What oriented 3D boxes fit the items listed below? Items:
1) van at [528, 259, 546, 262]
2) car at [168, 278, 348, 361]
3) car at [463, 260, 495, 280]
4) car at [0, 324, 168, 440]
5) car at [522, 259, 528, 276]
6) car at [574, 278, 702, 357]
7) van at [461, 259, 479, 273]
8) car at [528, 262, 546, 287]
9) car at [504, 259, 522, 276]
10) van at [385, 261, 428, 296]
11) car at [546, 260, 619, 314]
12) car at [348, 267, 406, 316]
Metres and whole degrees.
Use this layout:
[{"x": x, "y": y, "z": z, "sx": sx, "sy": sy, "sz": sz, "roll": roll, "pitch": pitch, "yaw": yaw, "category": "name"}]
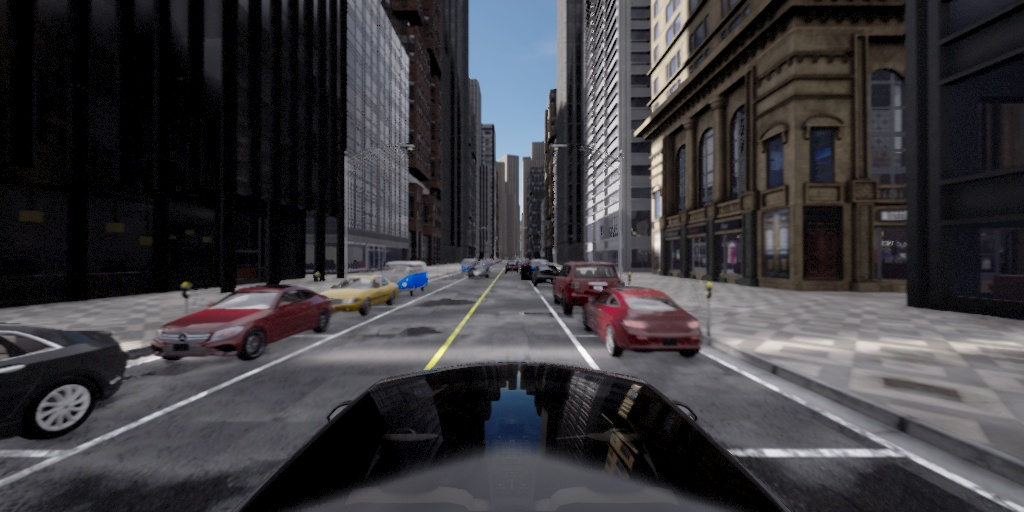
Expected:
[{"x": 2.778, "y": 1.254, "z": 36.388, "sx": 1.690, "sy": 1.789, "sz": 3.998, "roll": 0, "pitch": 0, "yaw": 0, "category": "van"}, {"x": -5.760, "y": 1.362, "z": 8.335, "sx": 1.802, "sy": 1.307, "sz": 4.207, "roll": 0, "pitch": 0, "yaw": 0, "category": "car"}, {"x": -3.076, "y": 1.394, "z": 34.154, "sx": 2.128, "sy": 1.511, "sz": 4.902, "roll": 0, "pitch": 0, "yaw": 0, "category": "car"}, {"x": -5.762, "y": 1.305, "z": 2.725, "sx": 2.007, "sy": 1.370, "sz": 4.403, "roll": 0, "pitch": 0, "yaw": 0, "category": "car"}, {"x": 2.783, "y": 1.282, "z": 47.607, "sx": 2.192, "sy": 1.841, "sz": 5.009, "roll": 0, "pitch": 0, "yaw": 0, "category": "car"}, {"x": 2.765, "y": 1.362, "z": 8.343, "sx": 1.802, "sy": 1.307, "sz": 4.207, "roll": 0, "pitch": 0, "yaw": 0, "category": "car"}, {"x": -5.742, "y": 1.308, "z": 47.600, "sx": 1.690, "sy": 1.789, "sz": 3.998, "roll": 0, "pitch": 0, "yaw": 0, "category": "van"}, {"x": 2.366, "y": 1.367, "z": 25.735, "sx": 1.837, "sy": 1.490, "sz": 4.892, "roll": 0, "pitch": 0, "yaw": 0, "category": "car"}, {"x": 0.048, "y": 1.467, "z": 46.620, "sx": 1.837, "sy": 1.490, "sz": 4.892, "roll": 0, "pitch": 0, "yaw": 1, "category": "car"}, {"x": -5.755, "y": 1.174, "z": 19.553, "sx": 1.690, "sy": 1.789, "sz": 3.998, "roll": 0, "pitch": 0, "yaw": 0, "category": "van"}, {"x": 2.768, "y": 1.121, "z": 13.952, "sx": 2.192, "sy": 1.841, "sz": 5.009, "roll": 0, "pitch": 0, "yaw": 0, "category": "car"}, {"x": -5.757, "y": 1.332, "z": 13.774, "sx": 1.751, "sy": 1.417, "sz": 4.829, "roll": 0, "pitch": 0, "yaw": 0, "category": "car"}]
